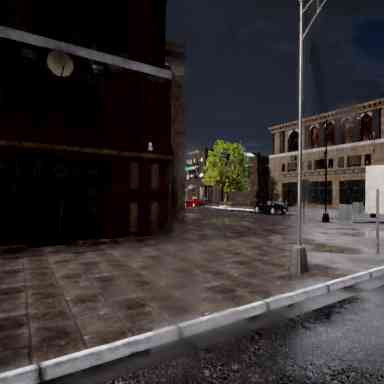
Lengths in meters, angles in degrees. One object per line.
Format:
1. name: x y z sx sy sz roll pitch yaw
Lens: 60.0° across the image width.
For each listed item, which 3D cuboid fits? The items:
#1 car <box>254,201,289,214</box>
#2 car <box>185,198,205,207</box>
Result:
1. car: 8.500 1.624 35.983 2.008 1.369 4.403 1 -1 -27
2. car: 0.421 1.621 51.459 1.887 1.381 4.507 1 -1 -27
